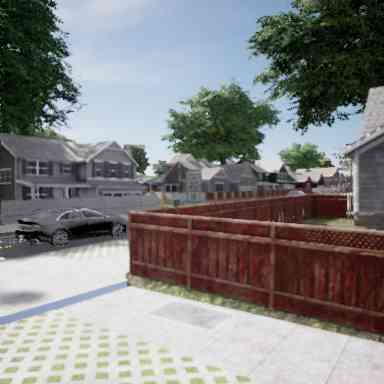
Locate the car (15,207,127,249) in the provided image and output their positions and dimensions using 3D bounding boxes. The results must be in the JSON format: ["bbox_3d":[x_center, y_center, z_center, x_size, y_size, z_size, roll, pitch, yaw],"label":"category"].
[{"bbox_3d":[-4.935,1.402,14.288,2.128,1.511,4.902,0,1,35],"label":"car"}]

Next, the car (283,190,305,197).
[{"bbox_3d":[14.342,0.581,46.650,2.097,1.767,4.553,0,1,35],"label":"car"}]
